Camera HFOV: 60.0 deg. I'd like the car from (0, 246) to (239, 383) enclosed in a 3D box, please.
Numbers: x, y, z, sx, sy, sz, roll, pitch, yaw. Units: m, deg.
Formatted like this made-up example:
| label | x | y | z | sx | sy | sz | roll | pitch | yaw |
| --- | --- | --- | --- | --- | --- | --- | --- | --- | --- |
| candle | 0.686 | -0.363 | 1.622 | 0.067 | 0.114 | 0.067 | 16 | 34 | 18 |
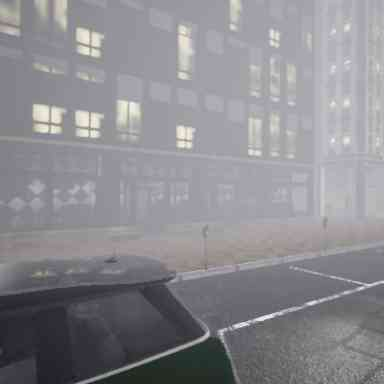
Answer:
| label | x | y | z | sx | sy | sz | roll | pitch | yaw |
| --- | --- | --- | --- | --- | --- | --- | --- | --- | --- |
| car | -1.838 | 1.347 | 2.062 | 4.553 | 1.767 | 2.097 | 1 | 0 | -35 |
